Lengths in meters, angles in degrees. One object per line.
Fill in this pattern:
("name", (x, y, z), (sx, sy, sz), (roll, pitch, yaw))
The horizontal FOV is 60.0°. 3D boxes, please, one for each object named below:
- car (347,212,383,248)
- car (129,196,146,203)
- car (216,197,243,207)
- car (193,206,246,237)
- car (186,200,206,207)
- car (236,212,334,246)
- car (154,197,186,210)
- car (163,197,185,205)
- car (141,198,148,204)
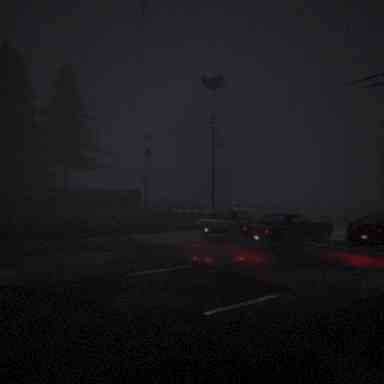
("car", (8.626, 1.578, 14.201), (5.008, 1.535, 1.882), (0, 0, -35))
("car", (-12.500, 1.730, 76.083), (1.812, 1.442, 4.674), (0, 0, -36))
("car", (5.672, 1.576, 50.816), (2.097, 1.767, 4.553), (0, 0, -36))
("car", (2.549, 1.684, 18.464), (4.718, 1.301, 1.895), (0, 0, -35))
("car", (-0.104, 1.778, 46.842), (1.895, 1.301, 4.718), (0, 0, -36))
("car", (4.582, 1.685, 15.614), (4.718, 1.301, 1.895), (0, 0, -35))
("car", (-3.373, 1.632, 45.392), (1.882, 1.535, 5.008), (0, 0, -36))
("car", (-3.481, 1.749, 63.543), (1.812, 1.442, 4.674), (0, 0, -35))
("car", (-9.838, 1.654, 60.367), (1.882, 1.535, 5.008), (0, 0, -35))
